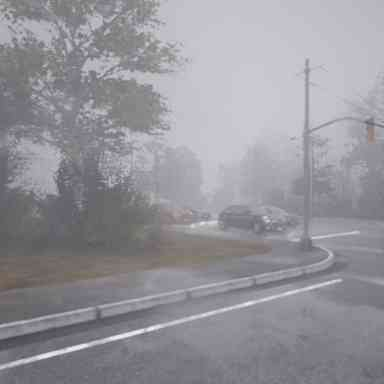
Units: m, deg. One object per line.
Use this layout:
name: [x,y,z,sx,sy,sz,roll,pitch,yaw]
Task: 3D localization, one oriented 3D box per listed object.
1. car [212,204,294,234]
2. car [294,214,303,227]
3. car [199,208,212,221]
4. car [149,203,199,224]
car: [3.748,1.591,21.065,2.097,1.767,4.553,1,-1,-38]
car: [5.651,1.796,24.307,1.837,1.490,4.892,1,-1,-42]
car: [-0.052,1.976,31.142,1.994,1.385,4.181,1,-2,-42]
car: [-1.921,1.708,27.977,2.097,1.767,4.553,1,-1,-42]
